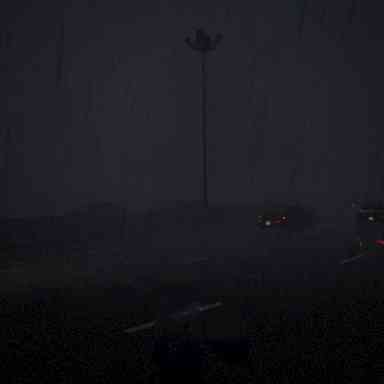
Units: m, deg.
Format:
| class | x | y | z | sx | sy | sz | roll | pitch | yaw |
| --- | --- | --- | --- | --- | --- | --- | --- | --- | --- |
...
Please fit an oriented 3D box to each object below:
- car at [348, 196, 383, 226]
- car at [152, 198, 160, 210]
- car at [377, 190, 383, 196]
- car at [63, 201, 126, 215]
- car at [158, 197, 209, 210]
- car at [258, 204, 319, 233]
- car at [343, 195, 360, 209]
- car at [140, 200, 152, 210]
| class | x | y | z | sx | sy | sz | roll | pitch | yaw |
| --- | --- | --- | --- | --- | --- | --- | --- | --- | --- |
| car | 11.609 | 1.260 | 20.547 | 2.128 | 1.511 | 4.902 | 0 | 0 | 40 |
| car | -1.823 | 1.327 | 37.660 | 2.128 | 1.511 | 4.902 | 0 | 0 | 35 |
| car | 21.195 | 0.806 | 35.543 | 2.150 | 2.045 | 5.566 | 0 | 0 | 27 |
| car | -7.440 | 1.465 | 25.619 | 4.892 | 1.490 | 1.837 | -1 | 1 | -45 |
| car | -0.356 | 1.392 | 28.136 | 1.812 | 1.442 | 4.674 | 0 | 0 | 40 |
| car | 5.466 | 1.373 | 18.648 | 1.812 | 1.442 | 4.674 | 0 | 0 | 43 |
| car | 18.198 | 1.115 | 37.435 | 1.837 | 1.490 | 4.892 | 0 | 1 | 26 |
| car | -3.973 | 1.392 | 40.658 | 2.033 | 1.411 | 5.357 | 0 | 0 | 34 |
